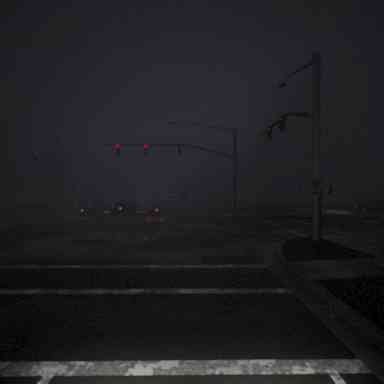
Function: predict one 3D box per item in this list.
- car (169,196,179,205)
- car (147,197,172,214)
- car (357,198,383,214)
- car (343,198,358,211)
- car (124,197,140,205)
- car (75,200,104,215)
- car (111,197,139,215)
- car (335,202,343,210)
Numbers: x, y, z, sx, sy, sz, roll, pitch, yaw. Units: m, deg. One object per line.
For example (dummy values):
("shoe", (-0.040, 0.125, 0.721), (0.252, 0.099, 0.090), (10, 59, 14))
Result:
("car", (-3.431, 1.474, 59.758), (1.837, 1.490, 4.892), (0, 0, 0))
("car", (-3.419, 1.508, 34.550), (1.812, 1.442, 4.674), (0, 0, 0))
("car", (19.972, 1.474, 33.683), (4.902, 1.511, 2.128), (0, 0, 1))
("car", (19.951, 1.507, 37.183), (4.674, 1.442, 1.812), (0, 0, 1))
("car", (-10.430, 1.571, 58.228), (1.895, 1.301, 4.718), (0, 0, 0))
("car", (-10.418, 1.508, 33.872), (1.812, 1.442, 4.674), (0, 0, 0))
("car", (-6.919, 1.546, 34.109), (1.994, 1.385, 4.181), (0, 0, 0))
("car", (20.040, 1.505, 40.677), (4.674, 1.442, 1.812), (0, 0, 1))
